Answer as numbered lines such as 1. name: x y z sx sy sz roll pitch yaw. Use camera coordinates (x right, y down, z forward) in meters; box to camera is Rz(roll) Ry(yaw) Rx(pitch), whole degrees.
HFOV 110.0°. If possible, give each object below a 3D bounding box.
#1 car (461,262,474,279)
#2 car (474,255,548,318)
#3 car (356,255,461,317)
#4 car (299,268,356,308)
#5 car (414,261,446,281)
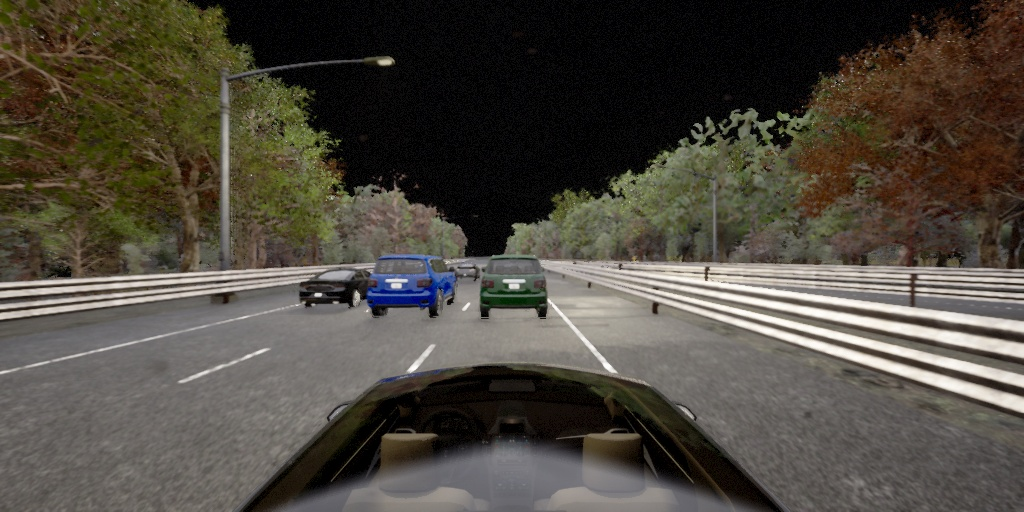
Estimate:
1. car: -3.704 1.284 30.435 2.128 1.511 4.902 0 0 -1
2. car: 0.042 0.985 13.154 2.150 2.045 5.566 0 0 0
3. car: -3.460 0.986 13.355 2.150 2.045 5.566 0 0 0
4. car: -6.981 1.246 15.349 1.882 1.535 5.008 0 0 -1
5. car: -7.239 1.275 32.158 1.882 1.535 5.008 0 0 -1
